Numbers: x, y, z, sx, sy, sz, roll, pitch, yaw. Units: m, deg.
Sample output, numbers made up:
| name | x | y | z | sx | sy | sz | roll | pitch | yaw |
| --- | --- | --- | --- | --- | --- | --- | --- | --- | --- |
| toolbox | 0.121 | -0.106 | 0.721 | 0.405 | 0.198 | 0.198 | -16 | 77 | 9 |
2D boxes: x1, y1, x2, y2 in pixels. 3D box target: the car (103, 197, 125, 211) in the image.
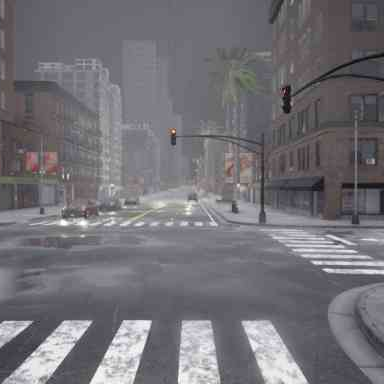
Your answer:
| name | x | y | z | sx | sy | sz | roll | pitch | yaw |
| --- | --- | --- | --- | --- | --- | --- | --- | --- | --- |
| car | -9.809 | 1.342 | 39.447 | 2.097 | 1.767 | 4.553 | 0 | 0 | 0 |

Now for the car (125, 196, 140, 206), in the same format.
| name | x | y | z | sx | sy | sz | roll | pitch | yaw |
| --- | --- | --- | --- | --- | --- | --- | --- | --- | --- |
| car | -9.779 | 1.452 | 54.310 | 1.882 | 1.535 | 5.008 | 0 | 1 | 0 |

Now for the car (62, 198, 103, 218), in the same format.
| name | x | y | z | sx | sy | sz | roll | pitch | yaw |
| --- | --- | --- | --- | --- | --- | --- | --- | --- | --- |
| car | -9.828 | 1.345 | 29.579 | 2.097 | 1.767 | 4.553 | 0 | 0 | 0 |

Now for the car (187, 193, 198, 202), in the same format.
| name | x | y | z | sx | sy | sz | roll | pitch | yaw |
| --- | --- | --- | --- | --- | --- | --- | --- | --- | --- |
| car | 0.133 | 1.163 | 71.935 | 2.150 | 2.045 | 5.566 | 0 | 0 | 0 |
